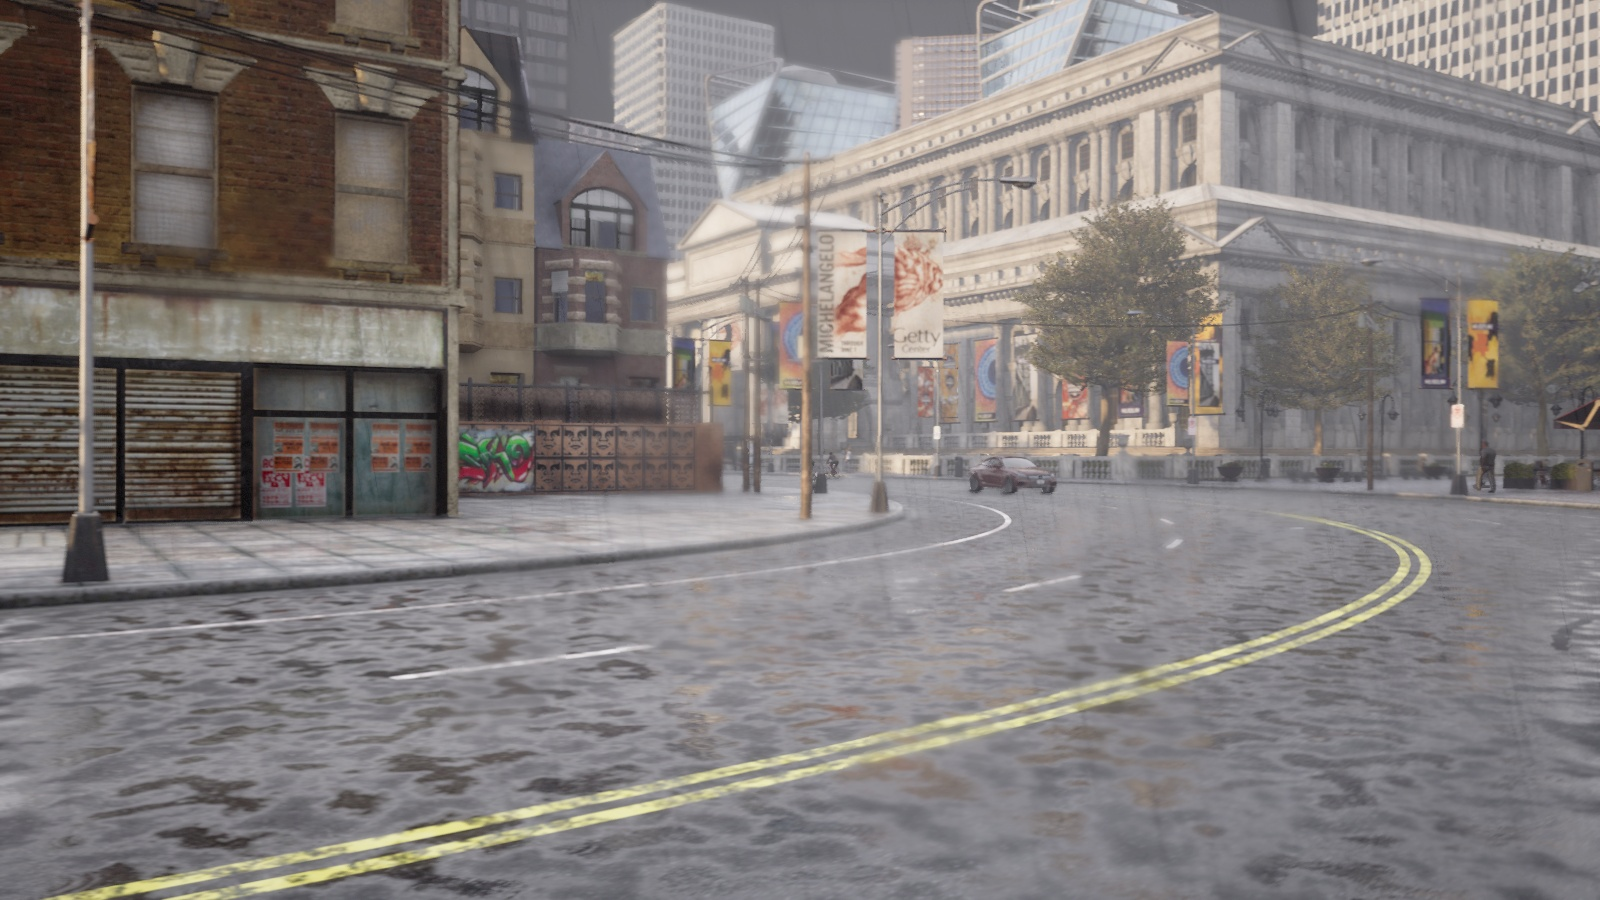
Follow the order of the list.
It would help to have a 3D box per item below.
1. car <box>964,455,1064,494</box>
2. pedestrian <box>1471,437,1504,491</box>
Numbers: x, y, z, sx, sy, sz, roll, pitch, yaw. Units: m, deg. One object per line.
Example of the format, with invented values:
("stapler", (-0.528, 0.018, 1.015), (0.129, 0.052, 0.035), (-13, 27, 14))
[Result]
("car", (8.263, 0.911, 48.900), (1.812, 1.442, 4.674), (0, 0, -19))
("pedestrian", (23.890, 0.482, 43.645), (0.563, 1.883, 0.849), (0, 0, -14))
